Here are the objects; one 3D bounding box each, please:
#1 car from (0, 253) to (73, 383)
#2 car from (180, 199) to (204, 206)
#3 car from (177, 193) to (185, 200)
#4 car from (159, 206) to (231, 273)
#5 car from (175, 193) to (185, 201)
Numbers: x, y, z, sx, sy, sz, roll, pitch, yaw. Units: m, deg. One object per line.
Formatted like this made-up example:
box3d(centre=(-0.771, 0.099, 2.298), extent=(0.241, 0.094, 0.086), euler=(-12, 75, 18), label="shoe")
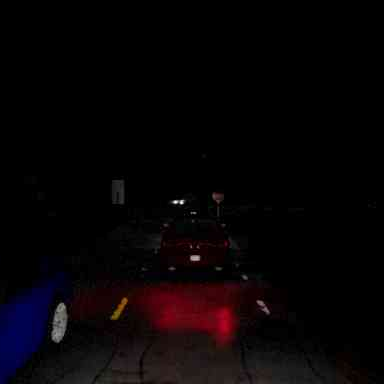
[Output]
box3d(centre=(-2.847, 1.466, 3.373), extent=(1.882, 1.535, 5.008), euler=(0, 0, 0), label="car")
box3d(centre=(0.090, 1.441, 21.294), extent=(1.837, 1.490, 4.892), euler=(0, 0, 1), label="car")
box3d(centre=(-3.151, 1.160, 92.324), extent=(2.097, 1.767, 4.553), euler=(0, 0, 0), label="car")
box3d(centre=(0.087, 1.443, 10.564), extent=(1.882, 1.535, 5.008), euler=(0, 0, 0), label="car")
box3d(centre=(-3.044, 1.436, 76.926), extent=(1.895, 1.301, 4.718), euler=(0, 0, 0), label="car")
